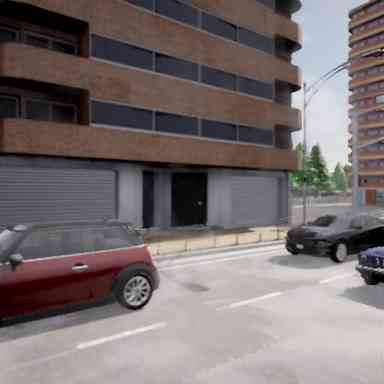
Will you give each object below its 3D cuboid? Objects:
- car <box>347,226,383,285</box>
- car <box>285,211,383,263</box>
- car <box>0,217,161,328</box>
[{"bbox_3d":[6.136,1.614,8.343,4.718,1.301,1.895,0,0,-35],"label":"car"},{"bbox_3d":[5.531,1.494,12.202,5.008,1.535,1.882,0,0,-35],"label":"car"},{"bbox_3d":[-2.934,1.355,6.191,4.553,1.767,2.097,0,0,-35],"label":"car"}]
